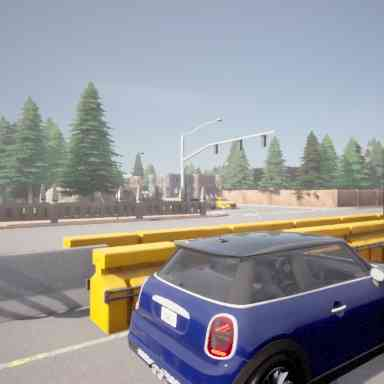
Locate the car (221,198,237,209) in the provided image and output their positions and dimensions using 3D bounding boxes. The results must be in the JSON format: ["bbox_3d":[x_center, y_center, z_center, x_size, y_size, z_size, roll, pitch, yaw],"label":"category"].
[{"bbox_3d":[3.890,1.478,44.587,1.882,1.535,5.008,0,0,-35],"label":"car"}]

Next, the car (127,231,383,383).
[{"bbox_3d":[1.485,1.352,4.786,4.553,1.767,2.097,0,0,-35],"label":"car"}]

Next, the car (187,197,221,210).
[{"bbox_3d":[1.105,1.505,42.465,1.837,1.490,4.892,0,0,-35],"label":"car"}]
